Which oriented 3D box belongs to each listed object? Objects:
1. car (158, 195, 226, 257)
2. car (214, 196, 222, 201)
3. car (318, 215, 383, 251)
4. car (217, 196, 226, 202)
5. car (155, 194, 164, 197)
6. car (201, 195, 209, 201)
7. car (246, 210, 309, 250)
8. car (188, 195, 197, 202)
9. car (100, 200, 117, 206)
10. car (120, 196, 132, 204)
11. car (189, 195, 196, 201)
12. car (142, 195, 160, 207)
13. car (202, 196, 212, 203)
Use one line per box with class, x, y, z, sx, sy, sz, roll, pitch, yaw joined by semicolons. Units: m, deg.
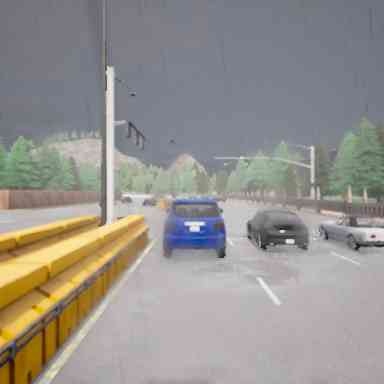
car;0.095;1.255;13.240;2.150;2.045;5.566;0;0;0
car;7.037;1.645;89.652;1.895;1.301;4.718;0;0;0
car;7.095;1.636;14.208;1.895;1.301;4.718;0;0;0
car;7.033;1.710;79.618;1.812;1.442;4.674;0;0;0
car;-6.971;1.395;70.882;2.150;2.045;5.566;0;0;0
car;3.537;1.589;89.623;2.033;1.411;5.357;0;0;0
car;3.592;1.543;14.587;1.837;1.490;4.892;0;0;0
car;0.033;1.540;79.591;2.097;1.767;4.553;0;0;0
car;-14.032;1.697;55.893;1.994;1.385;4.181;0;0;0
car;-13.971;1.669;70.802;1.837;1.490;4.892;0;0;0
car;0.037;1.527;89.625;1.882;1.535;5.008;0;0;0
car;-7.038;1.680;55.203;2.033;1.411;5.357;0;0;0
car;3.533;1.723;79.203;2.033;1.411;5.357;0;0;0
